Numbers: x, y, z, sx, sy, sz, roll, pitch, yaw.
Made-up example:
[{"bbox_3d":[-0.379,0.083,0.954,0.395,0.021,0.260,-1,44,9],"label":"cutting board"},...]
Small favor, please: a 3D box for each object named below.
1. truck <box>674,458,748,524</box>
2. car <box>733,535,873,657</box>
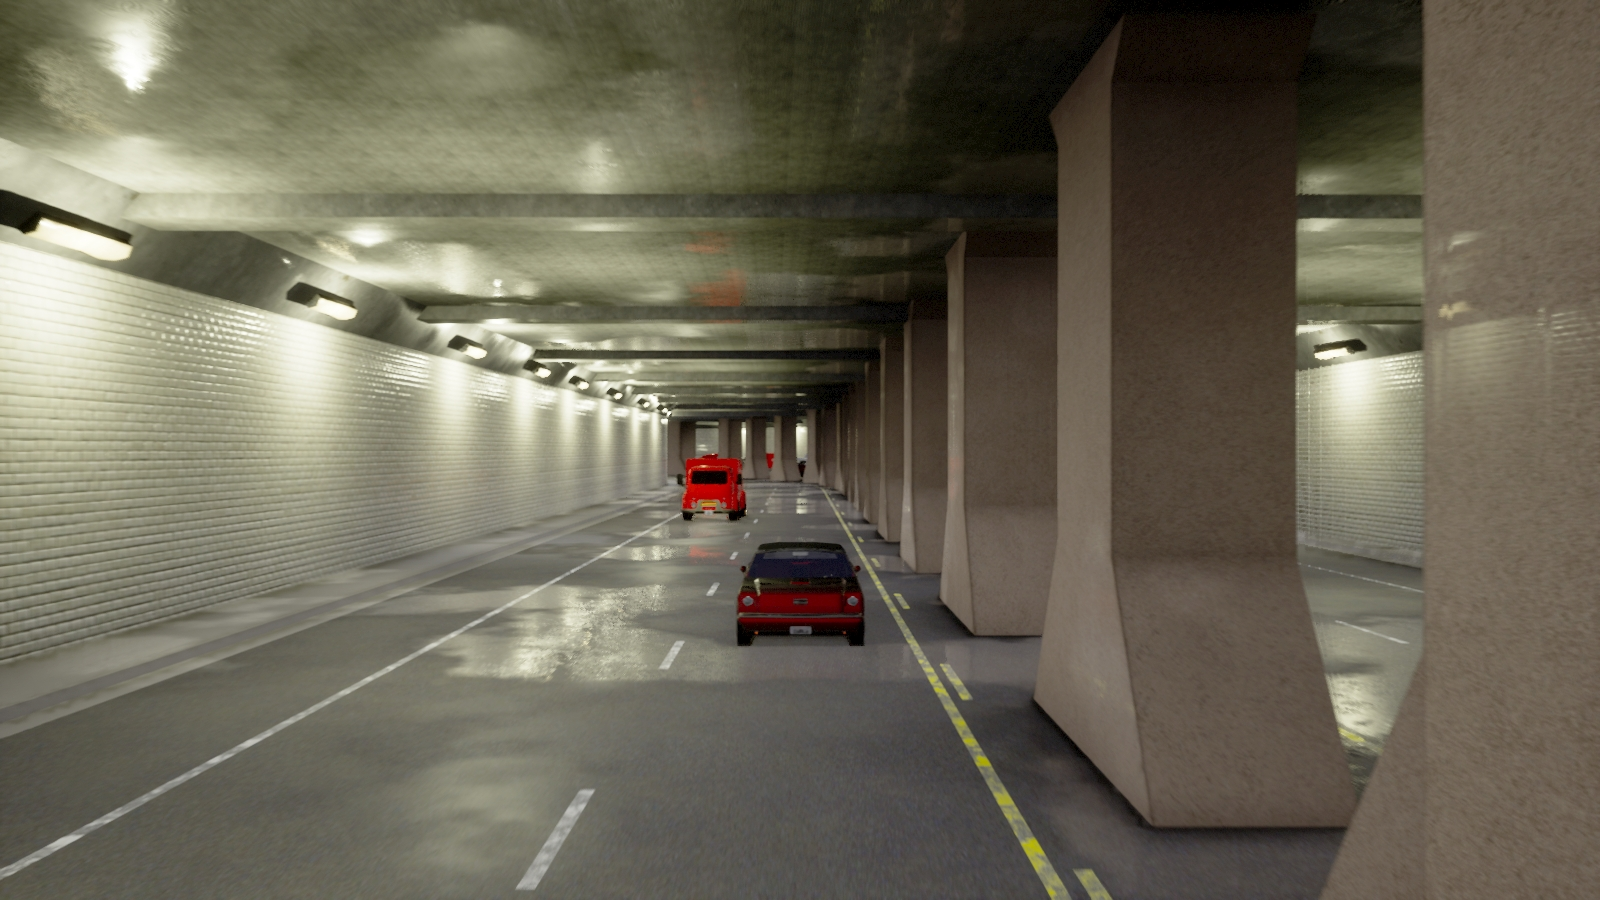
[{"bbox_3d":[-3.510,1.568,46.166,2.627,2.467,5.204,0,0,-1],"label":"truck"},{"bbox_3d":[0.039,2.155,17.877,1.895,1.301,4.718,0,0,0],"label":"car"}]
